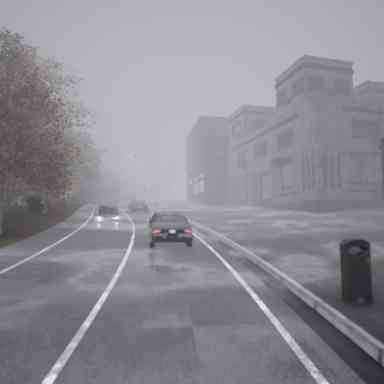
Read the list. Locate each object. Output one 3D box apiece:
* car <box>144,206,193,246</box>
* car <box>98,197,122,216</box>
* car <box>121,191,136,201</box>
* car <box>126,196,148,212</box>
[{"bbox_3d":[-1.095,1.585,15.392,2.033,1.411,5.357,1,0,-8],"label":"car"},{"bbox_3d":[-8.199,1.435,32.712,1.882,1.535,5.008,1,0,-15],"label":"car"},{"bbox_3d":[-14.206,0.860,74.859,2.150,2.045,5.566,-1,0,5],"label":"car"},{"bbox_3d":[-6.247,1.565,38.530,1.994,1.385,4.181,1,0,-15],"label":"car"}]
